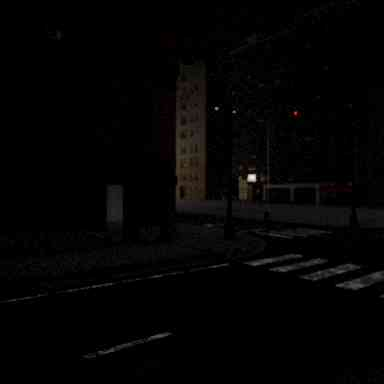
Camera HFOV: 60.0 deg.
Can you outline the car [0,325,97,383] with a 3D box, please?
[{"bbox_3d":[-2.595,1.573,1.710,4.181,1.385,1.994,0,0,-35],"label":"car"}]
